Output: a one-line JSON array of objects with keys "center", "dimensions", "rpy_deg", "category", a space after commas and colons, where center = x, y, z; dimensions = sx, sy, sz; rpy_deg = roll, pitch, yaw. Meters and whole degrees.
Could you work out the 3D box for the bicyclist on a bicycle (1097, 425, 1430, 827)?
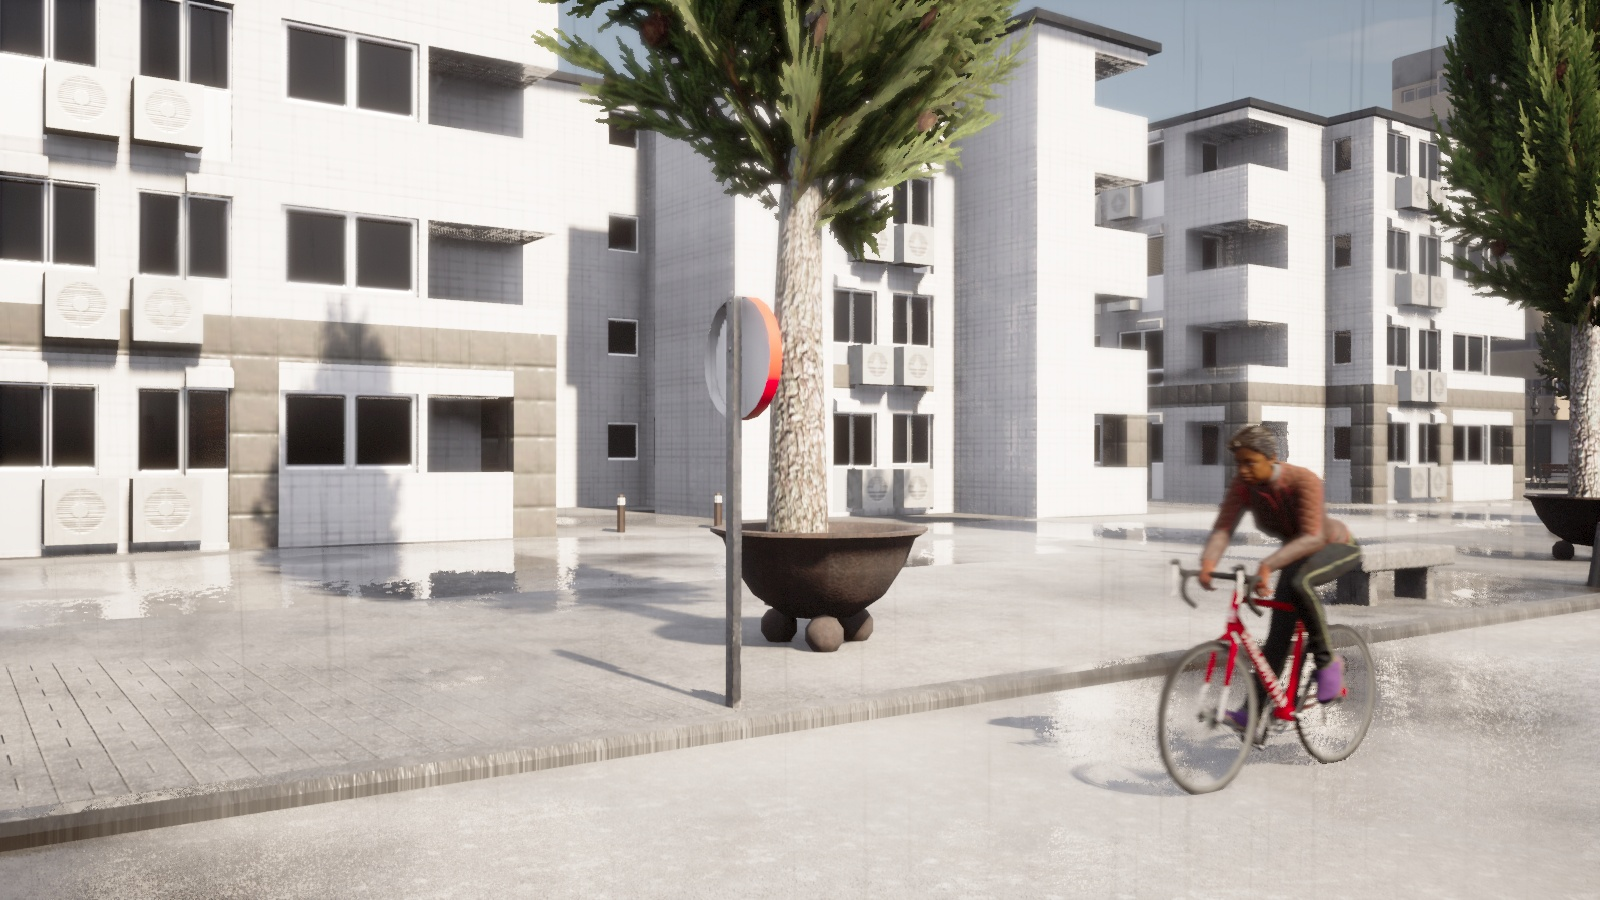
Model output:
[{"center": [2.161, 0.707, 5.772], "dimensions": [1.656, 1.620, 0.582], "rpy_deg": [0, 0, -35], "category": "bicyclist on a bicycle"}]
